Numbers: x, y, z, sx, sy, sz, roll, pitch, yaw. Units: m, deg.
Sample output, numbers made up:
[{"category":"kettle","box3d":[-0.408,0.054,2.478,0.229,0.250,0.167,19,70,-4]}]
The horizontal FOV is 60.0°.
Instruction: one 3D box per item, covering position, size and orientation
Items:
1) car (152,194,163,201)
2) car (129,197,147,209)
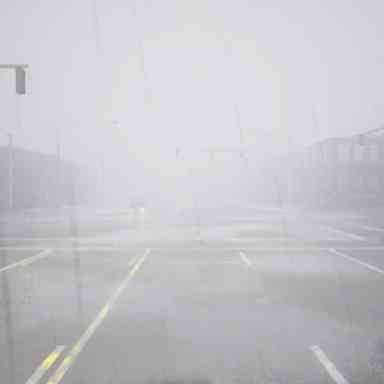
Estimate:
[{"category":"car","box3d":[-7.003,1.114,68.545,1.882,1.535,5.008,0,0,0]},{"category":"car","box3d":[-7.001,1.377,43.478,1.837,1.490,4.892,0,1,0]}]
